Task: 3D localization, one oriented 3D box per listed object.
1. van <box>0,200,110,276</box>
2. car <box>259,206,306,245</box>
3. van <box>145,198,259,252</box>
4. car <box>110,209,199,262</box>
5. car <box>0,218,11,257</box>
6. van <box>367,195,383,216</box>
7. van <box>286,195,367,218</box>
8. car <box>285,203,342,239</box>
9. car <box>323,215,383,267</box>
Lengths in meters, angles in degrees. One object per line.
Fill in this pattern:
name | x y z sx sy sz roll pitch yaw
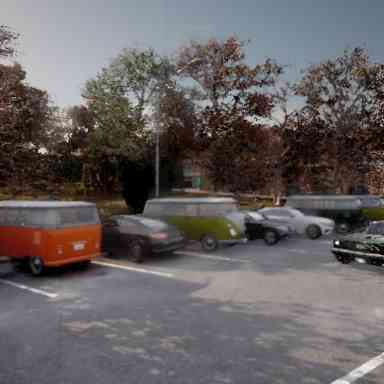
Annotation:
van | -4.846 1.254 10.251 4.442 1.987 1.878 -1 0 34
car | 2.446 1.488 15.316 4.674 1.452 2.002 -1 -1 35
van | 0.145 1.230 13.544 4.442 1.987 1.878 -1 -1 35
car | -2.349 1.506 11.889 4.674 1.452 2.002 -1 0 35
car | -6.989 1.485 8.372 5.366 1.575 1.946 -1 -1 35
van | 9.735 1.203 20.379 4.442 1.987 1.878 -1 -1 35
van | 7.140 1.211 18.795 4.442 1.987 1.878 -1 0 35
car | 4.843 1.480 17.028 4.674 1.452 2.002 -1 -1 34
car | 6.420 1.561 10.403 4.718 1.301 1.895 0 0 -35
